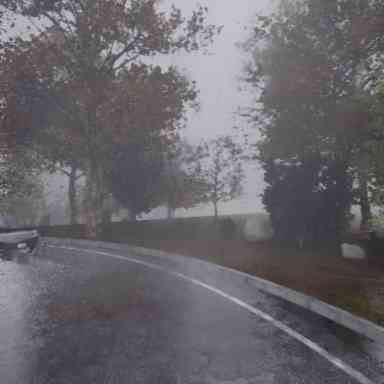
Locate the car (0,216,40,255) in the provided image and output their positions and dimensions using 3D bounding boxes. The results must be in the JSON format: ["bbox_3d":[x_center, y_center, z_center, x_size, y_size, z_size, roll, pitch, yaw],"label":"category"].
[{"bbox_3d":[-7.886,1.671,12.734,4.902,1.511,2.128,-1,0,33],"label":"car"}]
